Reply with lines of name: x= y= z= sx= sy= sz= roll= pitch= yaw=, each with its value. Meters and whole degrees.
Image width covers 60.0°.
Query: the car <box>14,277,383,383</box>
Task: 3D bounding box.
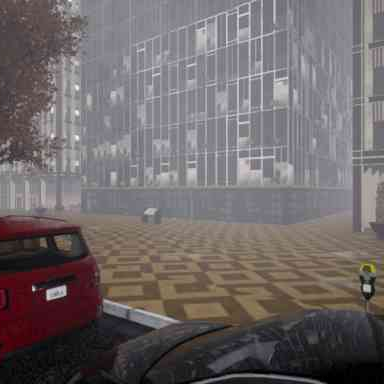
car: x=0.896 y=1.566 z=2.238 sx=4.313 sy=1.339 sz=1.947 roll=0 pitch=0 yaw=36

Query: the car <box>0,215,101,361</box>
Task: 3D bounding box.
car: x=-3.596 y=1.315 z=5.451 sx=5.009 sy=1.841 sz=2.192 roll=0 pitch=0 yaw=36
